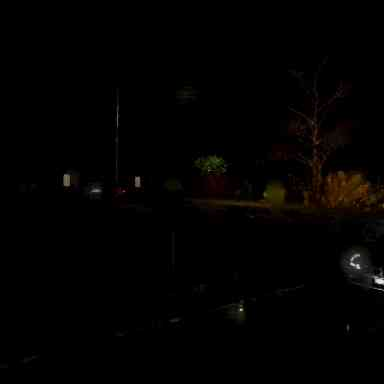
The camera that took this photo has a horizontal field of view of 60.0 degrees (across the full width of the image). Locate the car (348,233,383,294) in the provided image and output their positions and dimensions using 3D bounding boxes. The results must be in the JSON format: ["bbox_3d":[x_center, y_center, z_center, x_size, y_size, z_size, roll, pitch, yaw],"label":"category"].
[{"bbox_3d":[5.649,1.429,7.925,4.892,1.490,1.837,-2,1,-36],"label":"car"}]

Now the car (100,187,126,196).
[{"bbox_3d":[-12.097,-0.120,51.642,1.895,1.301,4.718,0,2,-36],"label":"car"}]

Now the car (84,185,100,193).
[{"bbox_3d":[-17.931,-0.550,59.727,2.128,1.511,4.902,0,2,-36],"label":"car"}]
